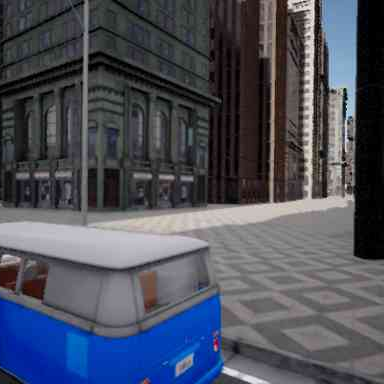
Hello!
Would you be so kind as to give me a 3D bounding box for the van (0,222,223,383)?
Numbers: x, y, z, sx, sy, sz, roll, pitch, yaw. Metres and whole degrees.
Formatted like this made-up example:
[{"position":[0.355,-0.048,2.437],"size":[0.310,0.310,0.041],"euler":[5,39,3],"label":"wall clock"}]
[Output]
[{"position":[-1.577,1.335,4.118],"size":[3.998,1.788,1.690],"euler":[0,1,36],"label":"van"}]
